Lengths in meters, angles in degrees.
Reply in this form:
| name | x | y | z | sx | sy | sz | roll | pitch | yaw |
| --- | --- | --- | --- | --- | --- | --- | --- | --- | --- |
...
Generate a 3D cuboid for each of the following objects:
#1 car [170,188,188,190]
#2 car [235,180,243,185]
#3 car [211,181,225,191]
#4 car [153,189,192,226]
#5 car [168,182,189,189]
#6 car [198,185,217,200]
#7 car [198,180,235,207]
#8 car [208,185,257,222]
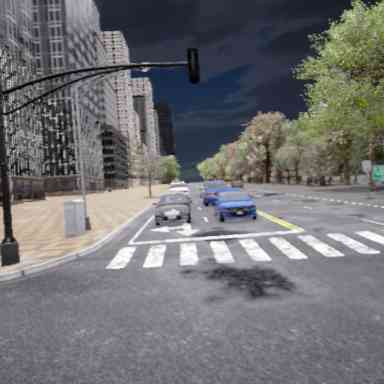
| name | x | y | z | sx | sy | sz | roll | pitch | yaw |
| --- | --- | --- | --- | --- | --- | --- | --- | --- | --- |
| car | -1.258 | 0.644 | 27.700 | 1.895 | 1.301 | 4.718 | -4 | 2 | -1 |
| car | 7.789 | -1.289 | 58.553 | 2.128 | 1.511 | 4.902 | -2 | 2 | -1 |
| car | 4.516 | -1.012 | 58.740 | 1.812 | 1.442 | 4.674 | -7 | 1 | -1 |
| car | -1.035 | 0.863 | 18.436 | 2.128 | 1.511 | 4.902 | -4 | 2 | -1 |
| car | -1.519 | -0.117 | 38.410 | 2.150 | 2.045 | 5.566 | -4 | 2 | -1 |
| car | 1.742 | -0.044 | 38.608 | 1.812 | 1.442 | 4.674 | -4 | 2 | -1 |
| car | 1.946 | 0.021 | 28.269 | 2.150 | 2.045 | 5.566 | -4 | 2 | -1 |
| car | 2.207 | 0.628 | 18.350 | 1.882 | 1.535 | 5.008 | -4 | 2 | -1 |
